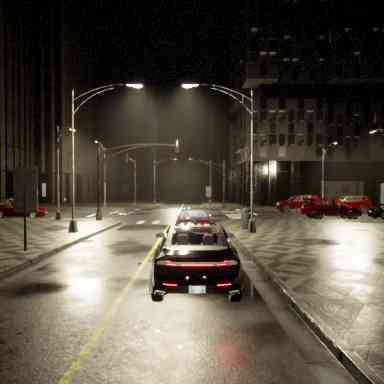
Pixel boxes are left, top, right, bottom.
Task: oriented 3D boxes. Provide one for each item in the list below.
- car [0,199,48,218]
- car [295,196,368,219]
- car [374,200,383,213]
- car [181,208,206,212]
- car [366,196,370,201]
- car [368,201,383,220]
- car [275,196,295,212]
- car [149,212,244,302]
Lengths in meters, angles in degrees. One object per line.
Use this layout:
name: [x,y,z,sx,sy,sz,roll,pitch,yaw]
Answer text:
car: [-14.959,1.567,29.035,4.507,1.381,1.887,0,1,0]
car: [12.082,1.463,29.152,5.009,1.841,2.192,0,1,0]
car: [23.339,1.635,37.729,4.313,1.339,1.947,0,1,0]
car: [0.077,1.550,17.944,2.033,1.411,5.357,0,0,0]
car: [17.698,1.354,37.701,5.009,1.841,2.192,0,1,0]
car: [17.725,1.743,29.180,4.313,1.339,1.947,0,1,0]
car: [12.055,1.326,37.676,5.009,1.841,2.192,0,1,0]
car: [0.089,1.490,8.235,2.128,1.511,4.902,0,0,0]
